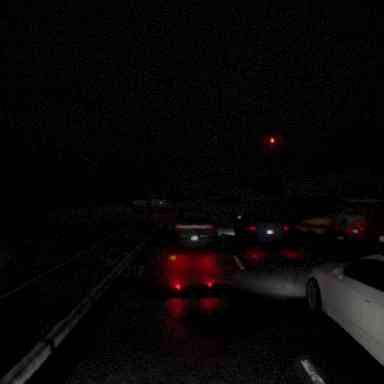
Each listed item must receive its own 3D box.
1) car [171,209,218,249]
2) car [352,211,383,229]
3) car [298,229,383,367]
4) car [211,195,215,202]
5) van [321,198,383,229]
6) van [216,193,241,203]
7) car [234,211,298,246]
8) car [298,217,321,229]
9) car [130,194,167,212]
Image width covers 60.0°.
[{"bbox_3d":[0.095,1.500,14.629,2.128,1.511,4.902,0,0,0],"label":"car"},{"bbox_3d":[8.092,1.526,10.982,4.792,1.488,2.163,1,0,-20],"label":"car"},{"bbox_3d":[3.099,1.526,4.498,1.812,1.442,4.674,0,0,0],"label":"car"},{"bbox_3d":[8.074,1.819,87.091,4.553,1.767,2.185,1,-1,-20],"label":"car"},{"bbox_3d":[7.959,1.272,13.909,4.442,1.987,1.878,1,0,-20],"label":"van"},{"bbox_3d":[7.942,1.275,69.177,4.442,1.987,1.878,1,-1,-20],"label":"van"},{"bbox_3d":[3.095,1.574,15.237,1.994,1.385,4.181,0,0,0],"label":"car"},{"bbox_3d":[7.892,1.497,16.867,5.366,1.575,1.946,1,0,-20],"label":"car"},{"bbox_3d":[-5.396,1.327,40.550,2.150,2.045,5.566,0,0,-42],"label":"car"}]
